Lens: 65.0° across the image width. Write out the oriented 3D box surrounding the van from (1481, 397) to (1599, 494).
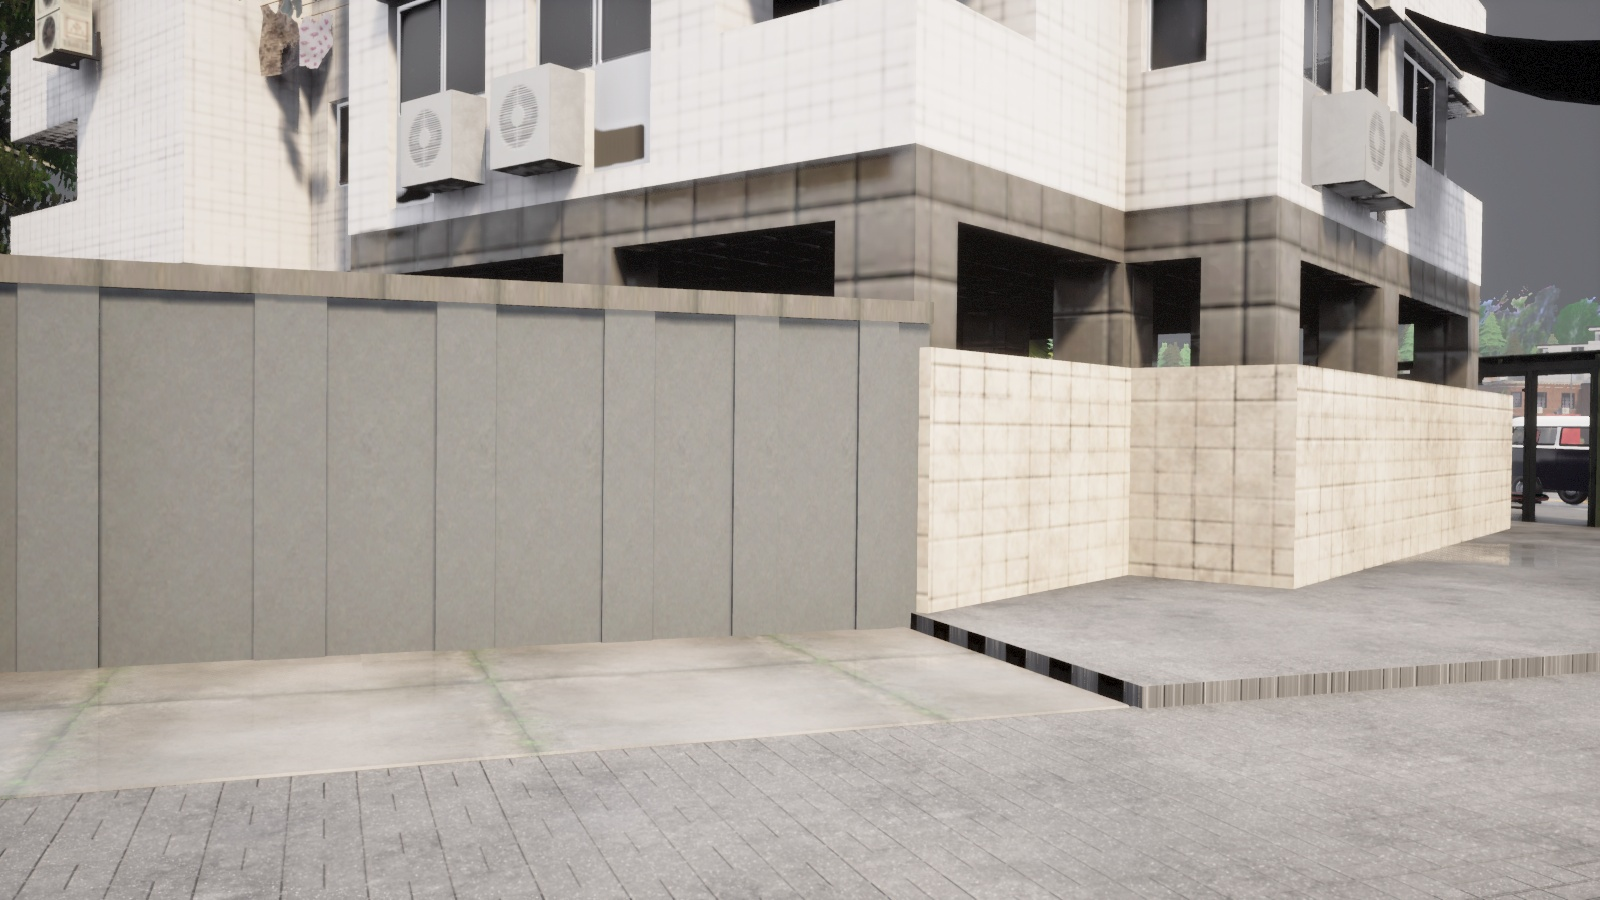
[{"bbox_3d":[17.662,-0.118,27.599,2.069,2.038,4.480,-1,1,-21],"label":"van"}]
